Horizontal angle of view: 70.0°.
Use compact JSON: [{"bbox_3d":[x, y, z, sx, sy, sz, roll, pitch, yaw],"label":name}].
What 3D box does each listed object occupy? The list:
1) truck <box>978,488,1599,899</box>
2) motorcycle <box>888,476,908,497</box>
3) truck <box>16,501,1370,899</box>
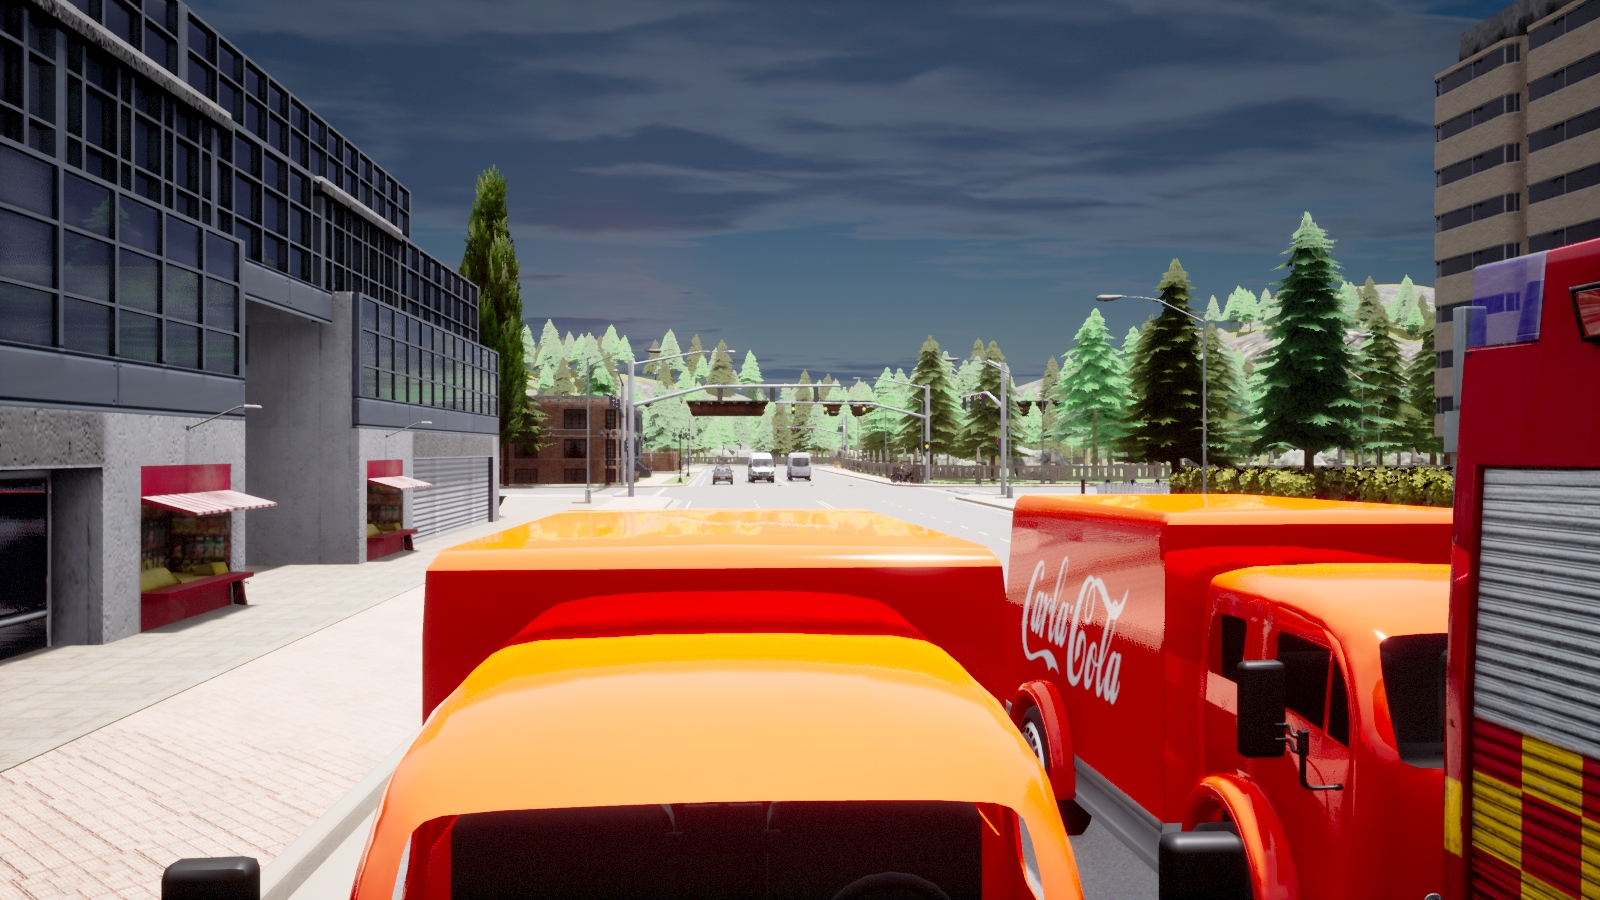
[{"bbox_3d":[3.003,1.568,7.234,2.627,2.467,5.204,0,0,-4],"label":"truck"},{"bbox_3d":[5.944,2.205,69.519,0.867,1.251,2.209,0,0,-4],"label":"motorcycle"},{"bbox_3d":[-0.347,1.568,4.821,2.627,2.467,5.204,0,0,-4],"label":"truck"}]
